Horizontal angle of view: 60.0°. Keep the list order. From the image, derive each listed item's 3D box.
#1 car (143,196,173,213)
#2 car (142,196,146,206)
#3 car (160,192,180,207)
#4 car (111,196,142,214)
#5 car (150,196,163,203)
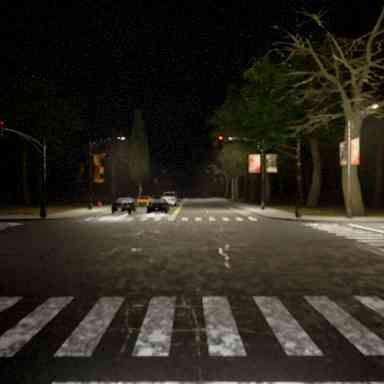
[{"bbox_3d":[-3.329,1.384,33.331,1.994,1.385,4.181,0,0,1],"label":"car"},{"bbox_3d":[-6.573,1.263,46.182,1.882,1.535,5.008,0,0,0],"label":"car"},{"bbox_3d":[-3.317,1.001,47.610,2.150,2.045,5.566,0,1,0],"label":"car"},{"bbox_3d":[-6.588,1.315,32.688,2.128,1.511,4.902,0,0,0],"label":"car"},{"bbox_3d":[-6.534,1.365,61.798,1.994,1.385,4.181,0,0,1],"label":"car"}]
